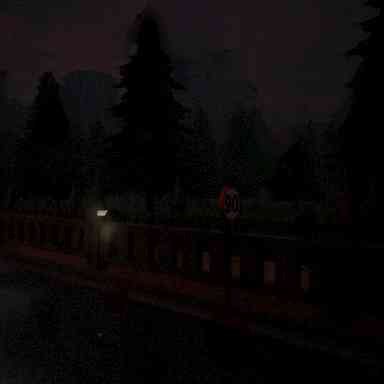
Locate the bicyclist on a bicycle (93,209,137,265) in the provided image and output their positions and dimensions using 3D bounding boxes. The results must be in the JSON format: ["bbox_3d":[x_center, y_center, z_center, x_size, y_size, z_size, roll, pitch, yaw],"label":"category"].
[{"bbox_3d":[-2.168,1.339,9.688,0.582,1.620,1.656,0,-3,36],"label":"bicyclist on a bicycle"}]
